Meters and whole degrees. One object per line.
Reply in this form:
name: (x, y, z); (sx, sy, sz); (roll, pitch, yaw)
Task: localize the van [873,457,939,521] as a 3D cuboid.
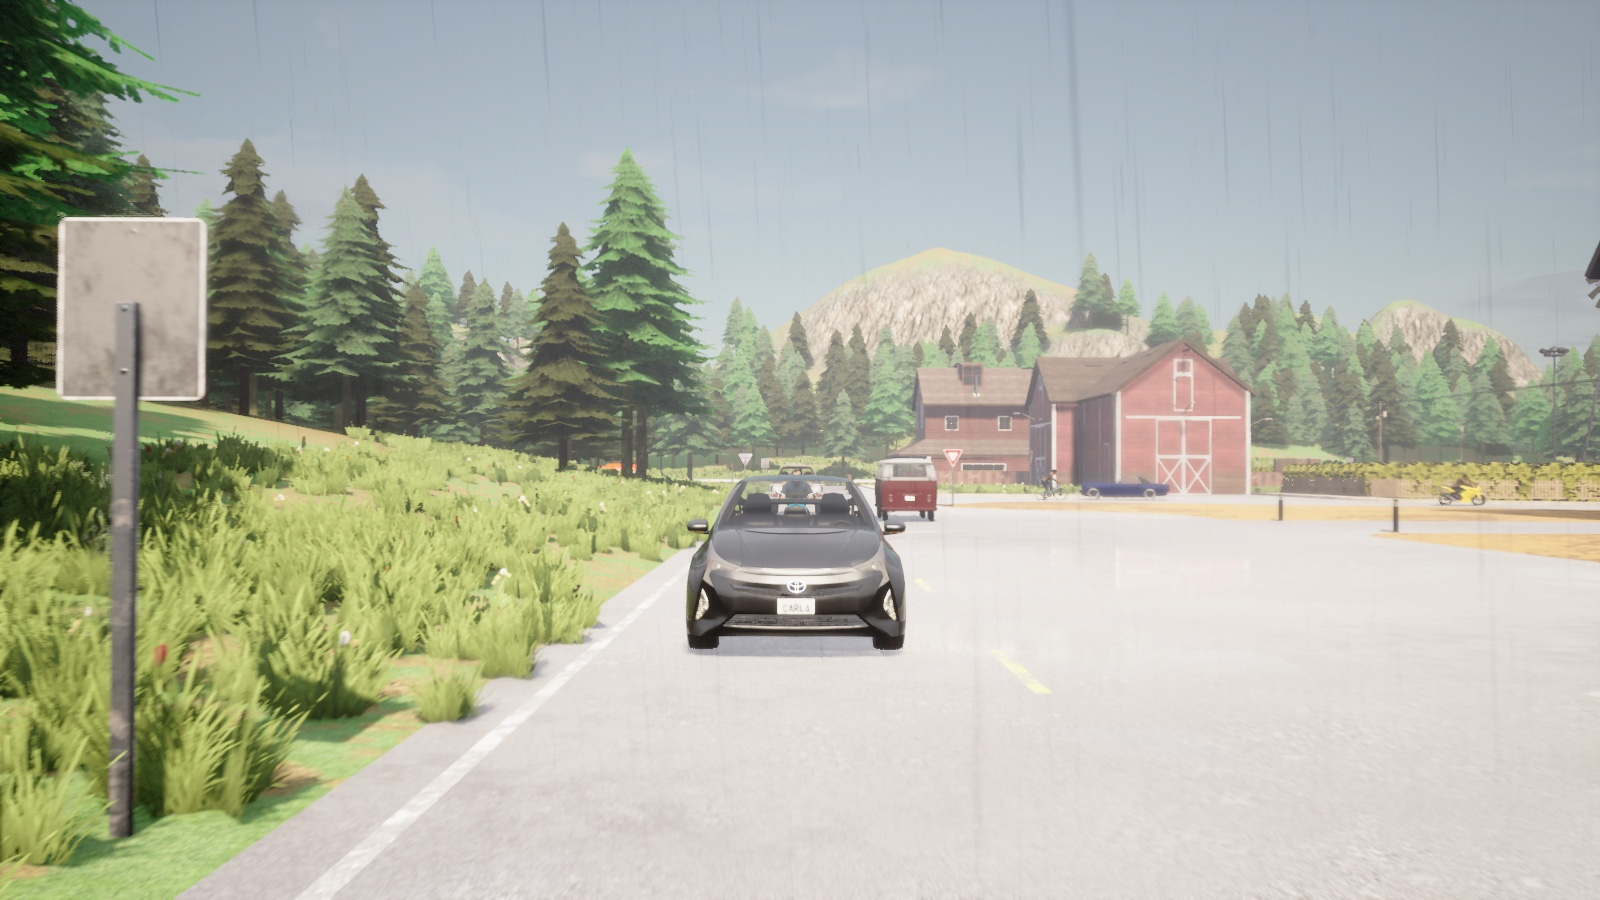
van: (3.402, 1.241, 41.012); (1.775, 1.987, 4.442); (0, -1, 0)

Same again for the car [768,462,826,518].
car: (-0.105, 1.378, 44.522); (1.932, 1.855, 4.605); (0, -1, 0)

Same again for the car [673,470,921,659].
car: (-0.030, 0.971, 12.462); (2.007, 1.525, 4.514); (0, -1, 0)

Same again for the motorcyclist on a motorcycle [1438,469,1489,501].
motorcyclist on a motorcycle: (31.363, 1.651, 59.392); (2.044, 1.523, 0.797); (0, -1, 19)

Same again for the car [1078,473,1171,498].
car: (17.346, 1.896, 67.133); (4.718, 1.301, 1.895); (0, -1, 17)
